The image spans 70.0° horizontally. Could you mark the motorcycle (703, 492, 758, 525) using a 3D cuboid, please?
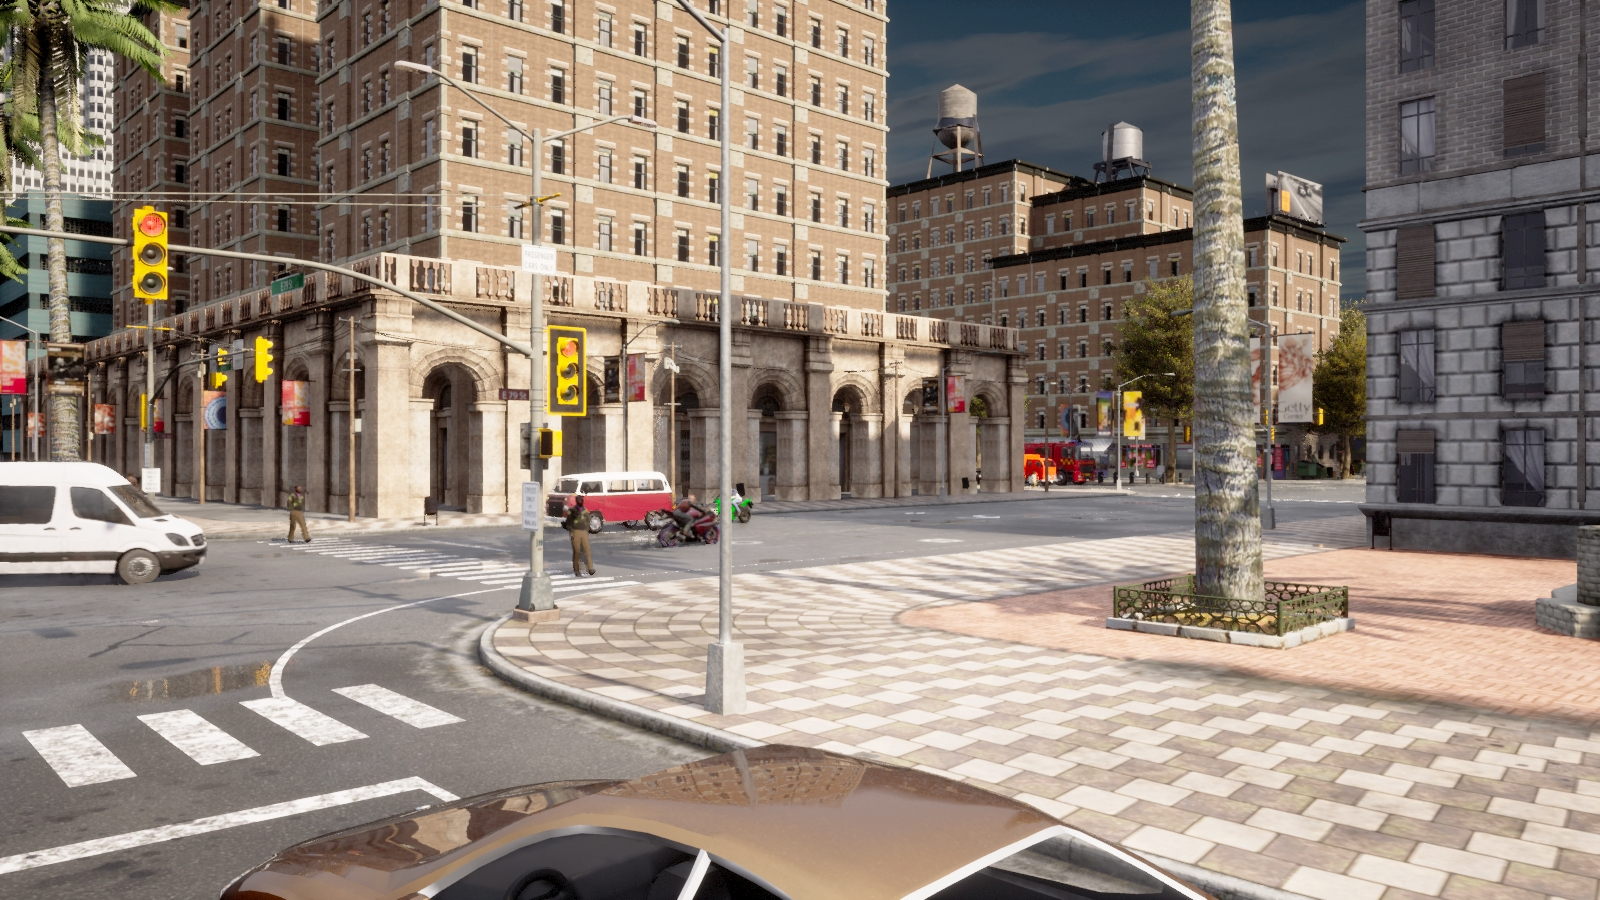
[{"bbox_3d":[-2.608,2.213,43.140,2.033,1.145,0.803,0,0,-43],"label":"motorcycle"}]

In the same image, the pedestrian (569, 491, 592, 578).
[{"bbox_3d":[-4.818,1.849,25.040,0.375,1.860,0.375,0,0,-34],"label":"pedestrian"}]

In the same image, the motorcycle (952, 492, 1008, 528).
[{"bbox_3d":[6.664,2.205,42.290,2.209,1.251,0.867,0,0,-42],"label":"motorcycle"}]

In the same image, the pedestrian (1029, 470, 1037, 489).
[{"bbox_3d":[15.655,1.976,76.648,0.375,1.300,0.375,0,0,43],"label":"pedestrian"}]

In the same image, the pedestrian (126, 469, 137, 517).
[{"bbox_3d":[-26.414,1.696,45.135,0.375,1.860,0.375,0,0,-29],"label":"pedestrian"}]

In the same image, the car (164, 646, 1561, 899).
[{"bbox_3d":[-0.308,1.992,4.309,5.027,1.651,2.152,0,0,42],"label":"car"}]

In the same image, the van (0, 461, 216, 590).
[{"bbox_3d":[-15.864,1.535,24.202,5.915,2.561,1.988,0,0,-14],"label":"van"}]

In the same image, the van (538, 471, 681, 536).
[{"bbox_3d":[-6.553,1.783,39.554,4.480,2.038,2.069,0,0,-42],"label":"van"}]

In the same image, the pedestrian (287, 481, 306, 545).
[{"bbox_3d":[-14.891,1.849,33.805,0.375,1.860,0.375,0,0,35],"label":"pedestrian"}]
